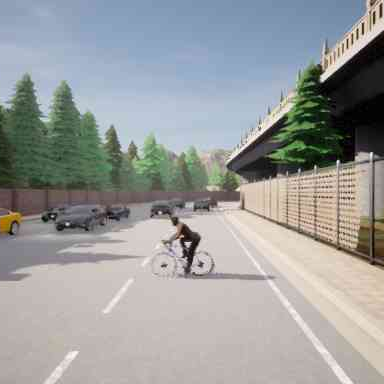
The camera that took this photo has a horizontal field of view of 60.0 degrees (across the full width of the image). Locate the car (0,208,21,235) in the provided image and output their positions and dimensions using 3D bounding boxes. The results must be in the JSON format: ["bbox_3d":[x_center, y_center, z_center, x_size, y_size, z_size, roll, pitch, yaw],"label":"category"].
[{"bbox_3d":[-10.197,1.477,15.915,1.882,1.535,5.008,0,0,2],"label":"car"}]

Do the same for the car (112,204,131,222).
[{"bbox_3d":[-6.301,1.667,26.792,1.895,1.301,4.718,0,0,2],"label":"car"}]

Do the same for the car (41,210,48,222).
[{"bbox_3d":[-9.906,1.563,25.818,1.994,1.385,4.181,0,0,2],"label":"car"}]

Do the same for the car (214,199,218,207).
[{"bbox_3d":[2.592,1.523,49.965,1.812,1.442,4.674,0,0,15],"label":"car"}]

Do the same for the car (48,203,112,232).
[{"bbox_3d":[-6.576,1.506,20.186,1.837,1.490,4.892,0,-1,2],"label":"car"}]

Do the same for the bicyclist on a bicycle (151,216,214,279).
[{"bbox_3d":[-0.265,1.450,8.701,1.656,1.620,0.582,-2,0,2],"label":"bicyclist on a bicycle"}]

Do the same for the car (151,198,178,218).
[{"bbox_3d":[-2.603,1.501,30.331,1.837,1.490,4.892,0,-1,2],"label":"car"}]

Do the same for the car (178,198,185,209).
[{"bbox_3d":[-1.996,1.489,44.219,2.128,1.511,4.902,0,0,5],"label":"car"}]

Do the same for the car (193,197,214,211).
[{"bbox_3d":[1.170,1.489,39.743,2.128,1.511,4.902,0,0,2],"label":"car"}]
